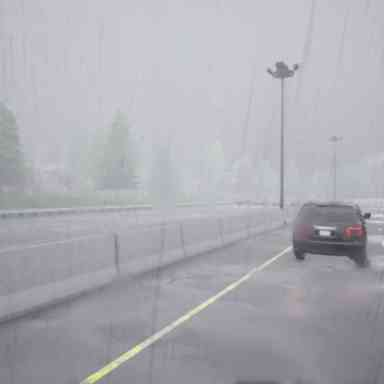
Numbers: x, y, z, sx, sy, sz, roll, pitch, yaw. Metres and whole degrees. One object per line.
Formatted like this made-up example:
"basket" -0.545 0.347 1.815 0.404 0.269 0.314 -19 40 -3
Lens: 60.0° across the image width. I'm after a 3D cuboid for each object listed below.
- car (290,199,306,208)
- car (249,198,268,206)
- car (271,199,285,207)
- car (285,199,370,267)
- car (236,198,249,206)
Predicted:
"car" 19.508 2.024 61.233 1.837 1.490 4.892 0 0 29
"car" 13.334 1.979 64.500 2.128 1.511 4.902 0 0 29
"car" 16.423 2.026 62.875 1.812 1.442 4.674 0 0 29
"car" 5.275 1.341 12.358 2.150 2.045 5.566 0 0 28
"car" 10.243 1.938 66.126 1.882 1.535 5.008 0 0 29
